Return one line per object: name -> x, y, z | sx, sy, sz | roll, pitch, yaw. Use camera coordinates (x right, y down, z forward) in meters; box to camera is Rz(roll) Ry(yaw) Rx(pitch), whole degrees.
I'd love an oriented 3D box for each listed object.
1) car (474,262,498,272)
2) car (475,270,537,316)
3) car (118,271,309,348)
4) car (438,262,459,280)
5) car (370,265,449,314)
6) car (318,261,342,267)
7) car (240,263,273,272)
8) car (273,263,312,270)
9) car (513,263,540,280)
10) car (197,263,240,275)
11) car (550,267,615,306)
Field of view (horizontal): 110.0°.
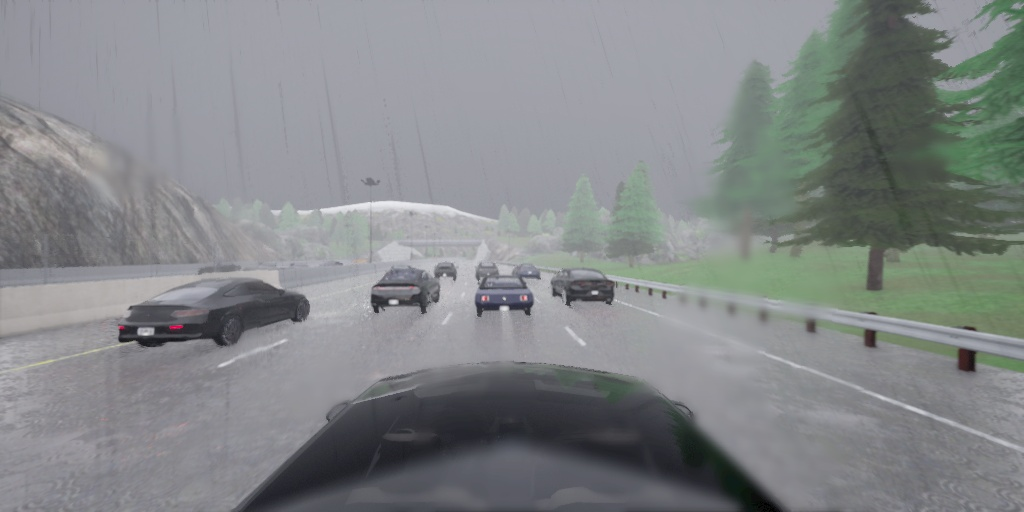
car -> -2.225, 1.277, 31.287 | 2.128, 1.511, 4.902 | 0, 0, -8
car -> -0.372, 1.364, 13.497 | 1.895, 1.301, 4.718 | 0, 0, -4
car -> -7.168, 1.295, 9.238 | 1.812, 1.442, 4.674 | 0, 0, -2
car -> -5.768, 1.296, 31.402 | 1.837, 1.490, 4.892 | 0, 0, -8
car -> -3.924, 1.261, 13.861 | 2.128, 1.511, 4.902 | 0, 0, -4
car -> -21.748, 1.335, 43.044 | 1.837, 1.490, 4.892 | 0, -1, -8
car -> -28.566, 1.438, 41.275 | 1.895, 1.301, 4.718 | 0, 0, -8
car -> -25.047, 1.433, 41.388 | 1.895, 1.301, 4.718 | 0, 0, -8
car -> 1.224, 1.344, 31.877 | 1.994, 1.385, 4.181 | 0, 0, -8
car -> -31.807, 1.441, 39.214 | 1.895, 1.301, 4.718 | 0, 0, -8
car -> 2.954, 1.238, 15.976 | 1.882, 1.535, 5.008 | 0, 0, -4
